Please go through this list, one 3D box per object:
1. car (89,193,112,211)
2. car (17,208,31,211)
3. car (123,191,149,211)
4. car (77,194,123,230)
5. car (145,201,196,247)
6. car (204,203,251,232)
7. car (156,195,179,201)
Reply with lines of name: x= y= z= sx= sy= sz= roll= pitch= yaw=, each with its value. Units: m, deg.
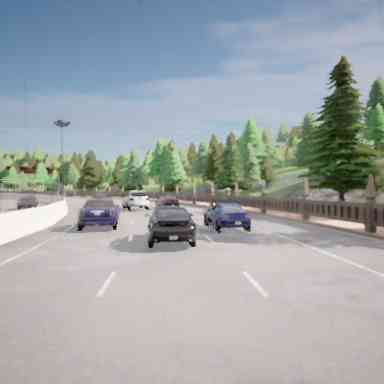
car: x=-10.087 y=0.999 z=36.391 sx=2.097 sy=1.767 sz=4.553 roll=0 pitch=1 yaw=-20
car: x=-17.383 y=1.164 z=35.409 sx=1.837 sy=1.490 sz=4.892 roll=0 pitch=0 yaw=-22
car: x=-6.146 y=0.871 z=35.918 sx=2.150 sy=2.045 sz=5.566 roll=0 pitch=1 yaw=-19
car: x=-5.406 y=1.160 z=19.699 sx=2.097 sy=1.767 sz=4.553 roll=0 pitch=1 yaw=-11
car: x=-0.974 y=1.364 z=14.305 sx=1.837 sy=1.490 sz=4.892 roll=0 pitch=1 yaw=-7
car: x=1.904 y=1.342 z=18.597 sx=1.812 sy=1.442 sz=4.674 roll=0 pitch=1 yaw=-9
car: x=-2.778 y=1.145 z=36.769 sx=1.837 sy=1.490 sz=4.892 roll=0 pitch=0 yaw=-19
